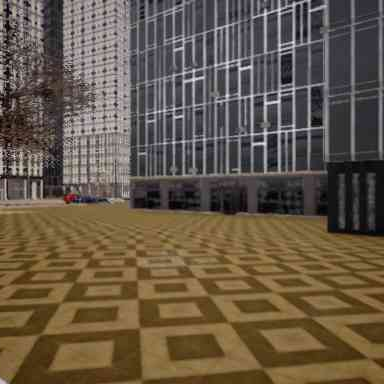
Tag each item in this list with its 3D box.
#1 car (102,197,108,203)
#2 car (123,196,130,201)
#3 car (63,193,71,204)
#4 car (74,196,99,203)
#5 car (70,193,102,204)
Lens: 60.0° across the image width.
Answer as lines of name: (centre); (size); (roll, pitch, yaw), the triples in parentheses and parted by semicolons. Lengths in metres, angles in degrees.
car: (-20.705, 1.672, 72.462); (1.895, 1.301, 4.718); (0, 0, 33)
car: (-13.862, 1.555, 77.350); (1.895, 1.301, 4.718); (0, 0, 30)
car: (-22.131, 1.244, 64.264); (2.150, 2.045, 5.566); (0, 0, 34)
car: (-23.444, 1.618, 74.211); (2.033, 1.411, 5.357); (0, 0, 33)
car: (-19.687, 1.412, 62.070); (2.097, 1.767, 4.553); (0, 0, 34)
